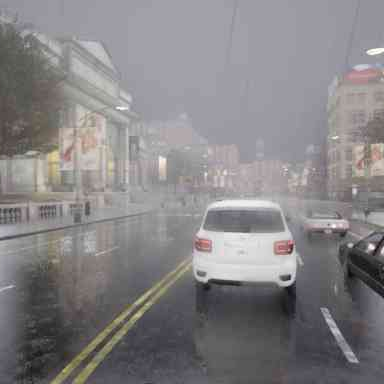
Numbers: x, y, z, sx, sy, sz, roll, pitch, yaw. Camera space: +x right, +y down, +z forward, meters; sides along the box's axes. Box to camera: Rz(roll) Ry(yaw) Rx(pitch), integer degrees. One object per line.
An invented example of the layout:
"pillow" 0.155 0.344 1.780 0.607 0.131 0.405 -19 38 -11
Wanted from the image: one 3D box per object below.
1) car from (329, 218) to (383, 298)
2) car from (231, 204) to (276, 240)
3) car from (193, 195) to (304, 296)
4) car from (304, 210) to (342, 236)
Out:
"car" 4.697 1.547 7.127 2.033 1.411 5.357 0 0 10
"car" 3.436 1.492 18.269 2.128 1.511 4.902 0 0 12
"car" 1.469 1.221 8.964 2.150 2.045 5.566 0 0 11
"car" 6.975 1.601 18.035 1.895 1.301 4.718 0 0 12
